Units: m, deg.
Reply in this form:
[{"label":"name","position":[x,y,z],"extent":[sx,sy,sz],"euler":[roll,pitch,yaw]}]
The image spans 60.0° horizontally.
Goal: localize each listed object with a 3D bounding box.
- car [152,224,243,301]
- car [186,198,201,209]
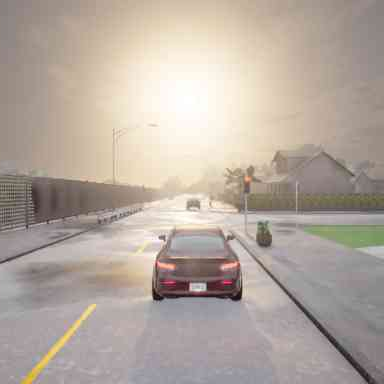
[{"label":"car","position":[0.110,1.526,8.217],"extent":[1.812,1.442,4.674],"euler":[0,0,0]},{"label":"car","position":[0.192,1.505,44.112],"extent":[1.837,1.490,4.892],"euler":[0,0,0]}]
